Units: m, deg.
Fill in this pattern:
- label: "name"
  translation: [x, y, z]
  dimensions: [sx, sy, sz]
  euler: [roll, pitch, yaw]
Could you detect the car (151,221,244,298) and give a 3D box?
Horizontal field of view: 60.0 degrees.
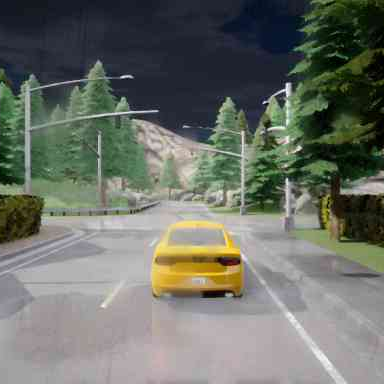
- label: "car"
  translation: [0.121, 1.478, 8.563]
  dimensions: [1.882, 1.535, 5.008]
  euler: [0, 0, 0]
